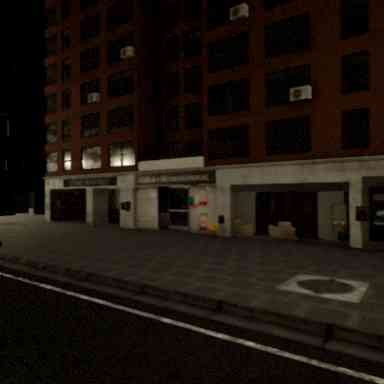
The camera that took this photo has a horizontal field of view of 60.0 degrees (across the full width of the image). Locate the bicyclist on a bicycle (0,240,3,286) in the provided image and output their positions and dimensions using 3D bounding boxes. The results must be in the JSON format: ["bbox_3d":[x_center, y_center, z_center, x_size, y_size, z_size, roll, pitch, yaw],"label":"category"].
[{"bbox_3d":[-5.114,1.504,8.303,1.656,1.620,0.582,-1,0,36],"label":"bicyclist on a bicycle"}]
